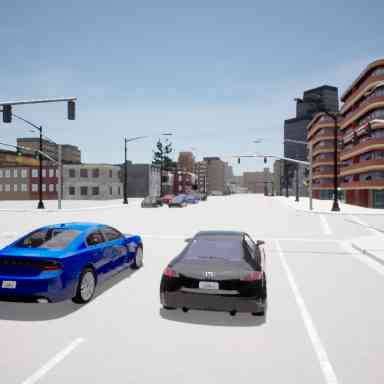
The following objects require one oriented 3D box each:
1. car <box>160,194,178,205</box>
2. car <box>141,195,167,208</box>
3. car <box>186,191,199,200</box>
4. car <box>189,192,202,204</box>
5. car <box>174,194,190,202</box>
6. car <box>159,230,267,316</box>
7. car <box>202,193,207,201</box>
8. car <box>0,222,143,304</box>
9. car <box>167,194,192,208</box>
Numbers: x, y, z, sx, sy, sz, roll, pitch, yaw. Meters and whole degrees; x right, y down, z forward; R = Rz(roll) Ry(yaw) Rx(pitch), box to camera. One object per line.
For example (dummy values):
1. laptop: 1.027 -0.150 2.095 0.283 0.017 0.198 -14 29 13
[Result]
1. car: -3.793 1.226 55.481 1.882 1.535 5.008 0 1 11
2. car: -5.555 1.230 46.515 2.097 1.767 4.553 0 1 11
3. car: 0.057 0.752 74.936 2.097 1.767 4.553 0 1 11
4. car: -0.084 1.249 56.297 1.812 1.442 4.674 0 1 11
5. car: -1.872 1.123 65.200 2.033 1.411 5.357 0 1 11
6. car: 0.690 1.564 7.643 1.994 1.385 4.181 0 0 12
7. car: 1.875 1.052 66.120 1.837 1.490 4.892 0 1 12
8. car: -2.747 1.478 8.289 1.882 1.535 5.008 0 0 11
9. car: -1.919 1.409 46.892 2.033 1.411 5.357 0 1 11
